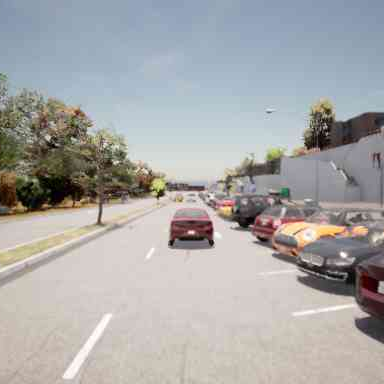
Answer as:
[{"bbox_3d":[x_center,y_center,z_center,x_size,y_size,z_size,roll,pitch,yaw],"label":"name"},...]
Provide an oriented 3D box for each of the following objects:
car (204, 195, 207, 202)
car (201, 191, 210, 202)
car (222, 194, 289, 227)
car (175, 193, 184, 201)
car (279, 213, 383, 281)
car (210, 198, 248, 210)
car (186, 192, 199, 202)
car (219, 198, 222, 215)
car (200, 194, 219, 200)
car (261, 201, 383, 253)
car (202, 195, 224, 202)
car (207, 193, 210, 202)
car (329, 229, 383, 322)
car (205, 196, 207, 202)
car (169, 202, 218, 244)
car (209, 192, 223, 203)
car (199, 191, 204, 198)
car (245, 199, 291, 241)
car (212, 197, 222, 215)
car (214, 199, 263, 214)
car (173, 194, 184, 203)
[{"bbox_3d":[5.000,1.658,53.694,4.792,1.488,2.163,1,0,-20],"label":"car"},{"bbox_3d":[4.998,1.378,56.693,5.566,2.045,2.435,1,0,-20],"label":"car"},{"bbox_3d":[5.063,1.230,20.681,5.566,2.045,2.435,1,0,-20],"label":"car"},{"bbox_3d":[-3.153,1.242,84.412,2.097,1.767,4.553,0,1,0],"label":"car"},{"bbox_3d":[5.066,1.475,8.658,4.892,1.521,2.231,1,0,-20],"label":"car"},{"bbox_3d":[4.994,1.640,44.670,4.674,1.452,2.002,1,0,-20],"label":"car"},{"bbox_3d":[-0.133,1.275,73.694,2.150,2.045,5.566,0,1,0],"label":"car"},{"bbox_3d":[5.198,1.500,26.732,5.366,1.575,1.946,1,-1,-20],"label":"car"},{"bbox_3d":[4.897,1.395,92.715,4.674,1.452,2.002,1,0,-20],"label":"car"},{"bbox_3d":[5.086,1.347,11.668,4.553,1.767,2.185,1,0,-20],"label":"car"},{"bbox_3d":[4.904,1.530,77.691,4.792,1.488,2.163,1,1,-20],"label":"car"},{"bbox_3d":[5.018,1.488,47.681,4.553,1.767,2.185,1,0,-20],"label":"car"},{"bbox_3d":[5.089,1.506,5.674,4.792,1.488,2.163,1,0,-20],"label":"car"},{"bbox_3d":[4.983,1.666,50.669,4.674,1.452,2.002,1,0,-20],"label":"car"},{"bbox_3d":[-0.025,1.466,15.679,1.882,1.535,5.008,0,0,0],"label":"car"},{"bbox_3d":[4.993,1.277,32.651,5.566,2.045,2.435,1,0,-20],"label":"car"},{"bbox_3d":[4.930,1.351,65.674,5.566,2.045,2.435,1,1,-20],"label":"car"},{"bbox_3d":[5.018,1.346,14.654,4.553,1.767,2.185,1,0,-20],"label":"car"},{"bbox_3d":[4.845,1.506,29.597,5.366,1.575,1.946,1,0,-20],"label":"car"},{"bbox_3d":[4.982,1.574,35.653,4.792,1.488,2.163,1,0,-20],"label":"car"},{"bbox_3d":[-3.134,1.526,74.019,1.882,1.535,5.008,0,1,0],"label":"car"}]
